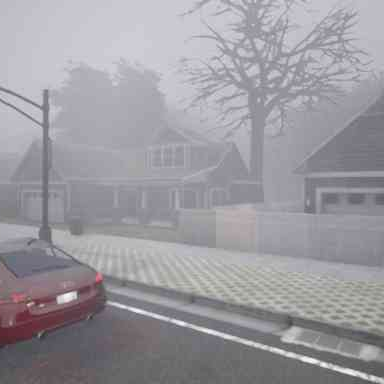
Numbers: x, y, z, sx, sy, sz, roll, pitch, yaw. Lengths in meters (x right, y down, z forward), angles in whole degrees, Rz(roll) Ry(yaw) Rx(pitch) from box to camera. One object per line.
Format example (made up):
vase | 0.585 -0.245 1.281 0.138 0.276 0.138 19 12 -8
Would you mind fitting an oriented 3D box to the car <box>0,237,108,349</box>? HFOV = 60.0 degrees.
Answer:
car | -3.520 1.562 6.184 4.181 1.385 1.994 0 0 35
